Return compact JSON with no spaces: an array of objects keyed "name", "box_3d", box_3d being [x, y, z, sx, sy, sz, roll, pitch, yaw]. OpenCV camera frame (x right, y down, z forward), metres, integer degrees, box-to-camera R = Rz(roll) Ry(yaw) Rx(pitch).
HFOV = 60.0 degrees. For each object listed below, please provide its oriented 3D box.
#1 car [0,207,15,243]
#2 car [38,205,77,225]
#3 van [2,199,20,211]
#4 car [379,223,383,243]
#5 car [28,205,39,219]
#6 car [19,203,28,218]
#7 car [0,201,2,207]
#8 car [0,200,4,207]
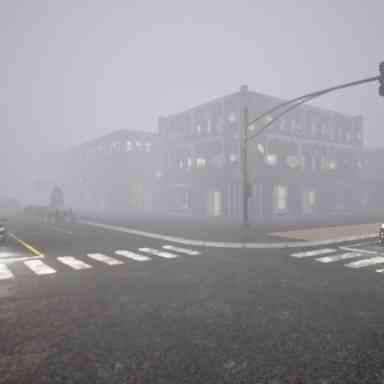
[{"name":"car","box_3d":[-10.518,1.725,16.661,2.128,1.511,4.902,0,-1,-35]},{"name":"car","box_3d":[-10.597,1.864,26.753,2.008,1.369,4.403,-1,0,-35]},{"name":"van","box_3d":[-26.633,1.962,49.313,1.690,1.788,3.998,-1,0,-35]},{"name":"car","box_3d":[10.549,1.471,15.191,4.553,1.767,2.097,0,0,-36]},{"name":"car","box_3d":[-13.804,1.958,31.265,1.802,1.307,4.206,-1,0,-35]},{"name":"car","box_3d":[-17.009,2.020,35.777,1.802,1.307,4.206,-1,0,-35]},{"name":"car","box_3d":[-29.840,1.996,53.824,2.192,1.841,5.009,-1,0,-35]},{"name":"car","box_3d":[-39.455,2.421,67.360,1.947,1.339,4.313,-1,0,-35]}]
